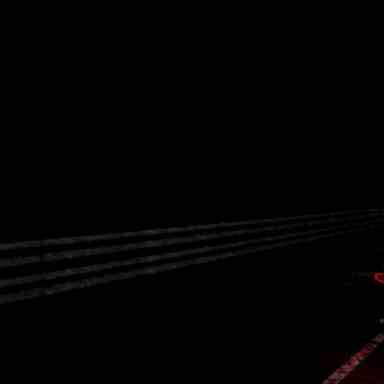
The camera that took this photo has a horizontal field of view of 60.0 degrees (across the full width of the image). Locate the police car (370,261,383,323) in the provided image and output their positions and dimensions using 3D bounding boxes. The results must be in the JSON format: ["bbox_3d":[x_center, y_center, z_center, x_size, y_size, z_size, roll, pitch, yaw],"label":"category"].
[{"bbox_3d":[5.011,1.415,6.112,5.238,1.638,1.930,0,1,-44],"label":"police car"}]
